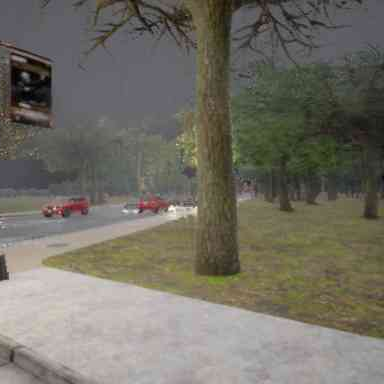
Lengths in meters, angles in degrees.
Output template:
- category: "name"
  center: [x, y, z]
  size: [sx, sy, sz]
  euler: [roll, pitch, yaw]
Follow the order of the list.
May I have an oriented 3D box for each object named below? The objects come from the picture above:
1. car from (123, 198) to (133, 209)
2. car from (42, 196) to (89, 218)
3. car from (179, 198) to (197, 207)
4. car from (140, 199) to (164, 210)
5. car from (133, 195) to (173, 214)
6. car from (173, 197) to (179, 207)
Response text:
- category: "car"
  center: [-8.479, 1.600, 49.629]
  size: [2.097, 1.767, 4.553]
  euler: [-1, 0, 13]
- category: "car"
  center: [-12.345, 1.425, 32.907]
  size: [2.150, 2.045, 5.566]
  euler: [-1, 0, 13]
- category: "car"
  center: [-0.215, 1.684, 56.170]
  size: [1.882, 1.535, 5.008]
  euler: [-1, 0, 13]
- category: "car"
  center: [-5.629, 1.738, 47.312]
  size: [1.812, 1.442, 4.674]
  euler: [-1, 0, 13]
- category: "car"
  center: [-4.333, 1.377, 37.918]
  size: [2.150, 2.045, 5.566]
  euler: [-1, 0, 13]
- category: "car"
  center: [-3.423, 1.591, 57.079]
  size: [2.097, 1.767, 4.553]
  euler: [-1, 0, 13]
